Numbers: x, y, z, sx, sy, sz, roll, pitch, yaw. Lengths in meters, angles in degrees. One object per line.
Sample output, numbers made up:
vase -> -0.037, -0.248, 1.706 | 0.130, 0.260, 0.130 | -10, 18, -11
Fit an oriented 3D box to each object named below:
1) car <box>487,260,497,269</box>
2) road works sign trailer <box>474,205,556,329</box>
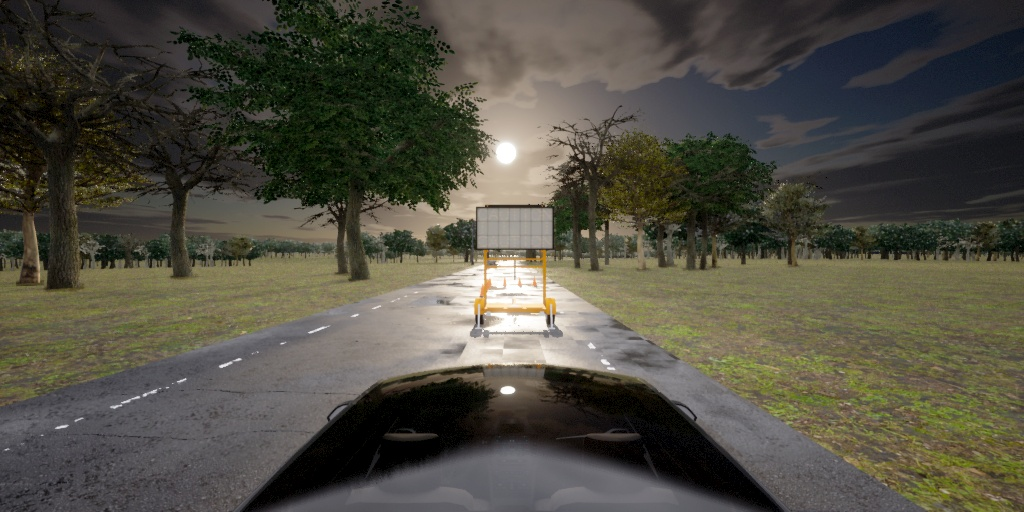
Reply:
car -> -3.489, 1.359, 58.612 | 1.994, 1.385, 4.181 | 0, 0, 0
road works sign trailer -> 0.089, 0.211, 11.180 | 2.380, 3.560, 2.880 | 0, 0, 0
